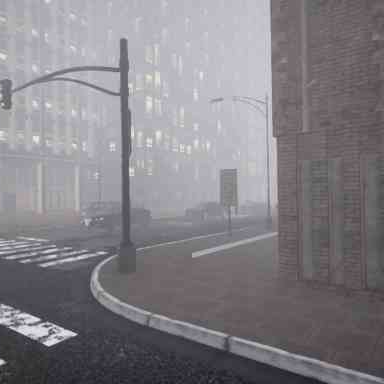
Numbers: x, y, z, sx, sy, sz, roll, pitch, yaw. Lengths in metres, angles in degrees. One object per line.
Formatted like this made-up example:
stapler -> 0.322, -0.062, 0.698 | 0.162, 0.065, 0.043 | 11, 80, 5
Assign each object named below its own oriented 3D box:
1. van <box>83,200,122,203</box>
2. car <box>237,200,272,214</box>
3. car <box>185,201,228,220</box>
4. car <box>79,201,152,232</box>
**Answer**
van -> -5.985, 1.460, 23.474 | 1.690, 1.788, 3.998 | -2, -1, 36
car -> 7.273, 1.707, 37.494 | 1.895, 1.301, 4.718 | -1, -1, 36
car -> 1.318, 1.563, 29.206 | 1.882, 1.535, 5.008 | -1, -1, 36
car -> -4.609, 1.558, 20.959 | 2.128, 1.511, 4.902 | -1, -1, 34
